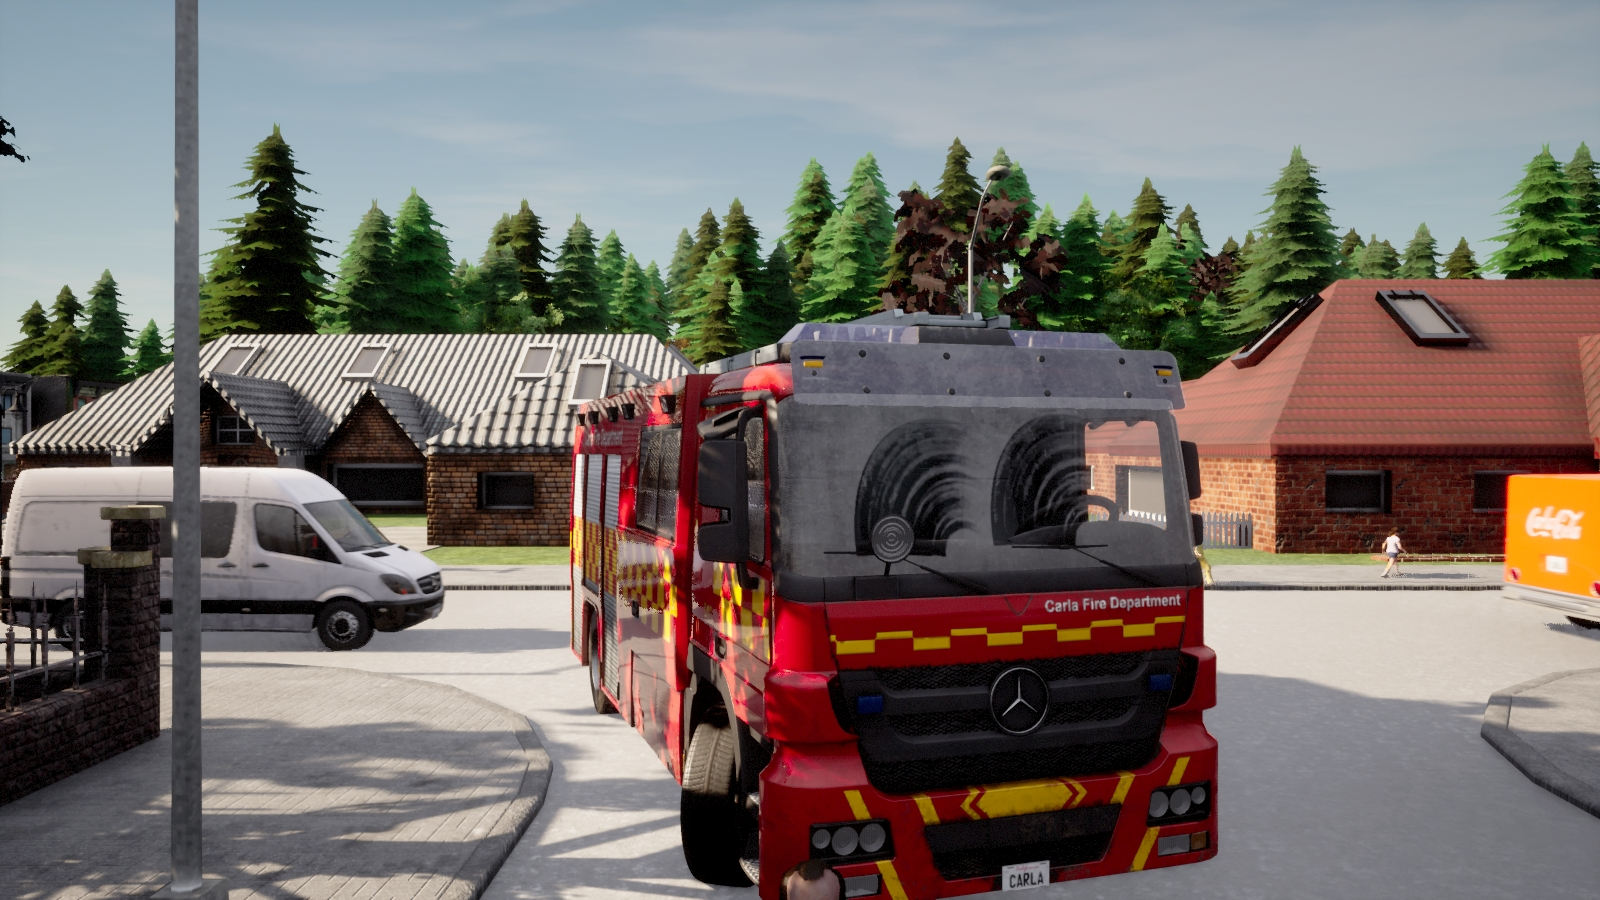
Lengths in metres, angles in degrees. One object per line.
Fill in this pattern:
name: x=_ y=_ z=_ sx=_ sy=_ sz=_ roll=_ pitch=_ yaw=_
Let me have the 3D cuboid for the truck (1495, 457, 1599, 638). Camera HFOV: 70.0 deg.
truck: x=13.595 y=1.348 z=16.768 sx=5.204 sy=2.467 sz=2.627 roll=0 pitch=0 yaw=0

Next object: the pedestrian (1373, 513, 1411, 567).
pedestrian: x=12.519 y=1.905 z=24.166 sx=0.500 sy=1.100 sz=0.500 roll=0 pitch=0 yaw=-9

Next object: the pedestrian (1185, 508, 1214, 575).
pedestrian: x=7.941 y=1.810 z=22.716 sx=0.375 sy=1.300 sz=0.375 roll=0 pitch=0 yaw=-31

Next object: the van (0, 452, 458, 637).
van: x=-8.298 y=1.315 z=16.845 sx=5.915 sy=2.561 sz=1.988 roll=0 pitch=0 yaw=0

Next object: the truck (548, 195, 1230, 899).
truck: x=-0.279 y=0.670 z=10.050 sx=2.891 sy=3.827 sz=8.468 roll=0 pitch=0 yaw=-19
